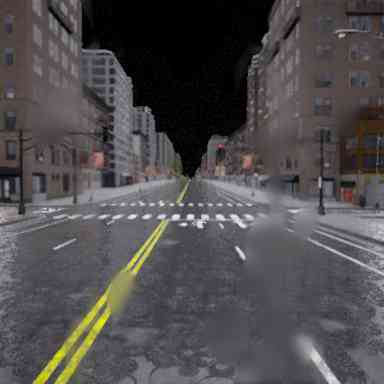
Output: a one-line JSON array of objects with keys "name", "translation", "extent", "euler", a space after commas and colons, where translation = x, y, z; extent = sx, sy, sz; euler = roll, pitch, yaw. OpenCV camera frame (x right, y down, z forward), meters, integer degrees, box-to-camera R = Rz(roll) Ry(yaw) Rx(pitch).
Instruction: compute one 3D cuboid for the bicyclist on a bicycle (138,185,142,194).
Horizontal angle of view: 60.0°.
[{"name": "bicyclist on a bicycle", "translation": [-8.858, -0.447, 56.652], "extent": [0.866, 1.612, 1.509], "euler": [0, 3, -1]}]
